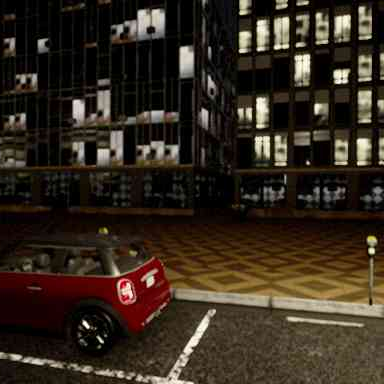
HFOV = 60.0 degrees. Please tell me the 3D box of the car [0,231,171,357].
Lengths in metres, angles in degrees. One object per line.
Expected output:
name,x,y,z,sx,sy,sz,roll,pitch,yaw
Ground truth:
car,-2.528,1.438,5.774,4.097,1.590,1.967,0,0,15
